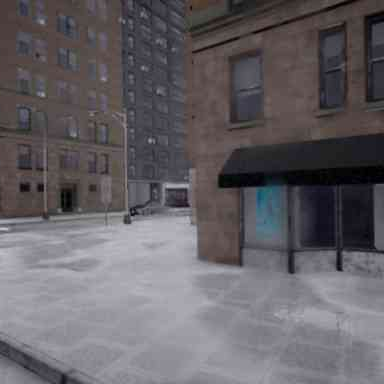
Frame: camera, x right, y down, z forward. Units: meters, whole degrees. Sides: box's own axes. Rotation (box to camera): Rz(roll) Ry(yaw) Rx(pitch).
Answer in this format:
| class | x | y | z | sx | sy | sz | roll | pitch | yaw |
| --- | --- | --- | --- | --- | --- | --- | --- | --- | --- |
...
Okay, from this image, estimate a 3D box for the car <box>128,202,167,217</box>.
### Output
| class | x | y | z | sx | sy | sz | roll | pitch | yaw |
| --- | --- | --- | --- | --- | --- | --- | --- | --- | --- |
| car | -4.251 | 1.628 | 31.860 | 1.994 | 1.385 | 4.181 | -1 | -1 | 35 |
